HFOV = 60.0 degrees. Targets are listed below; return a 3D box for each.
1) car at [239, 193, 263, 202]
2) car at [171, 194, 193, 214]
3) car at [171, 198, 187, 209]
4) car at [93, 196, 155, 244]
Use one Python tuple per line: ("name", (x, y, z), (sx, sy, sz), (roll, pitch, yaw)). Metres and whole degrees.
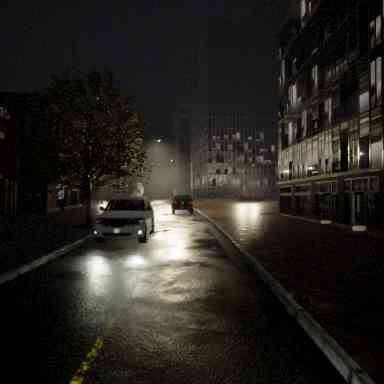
("car", (12.150, 1.213, 68.663), (5.009, 1.841, 2.192), (0, -1, 13))
("car", (-1.077, 1.230, 35.817), (2.150, 2.045, 5.566), (0, 0, -3))
("car", (-1.877, 1.535, 46.245), (1.812, 1.442, 4.674), (0, 0, -7))
("car", (-3.067, 1.227, 16.157), (2.150, 2.045, 5.566), (0, 0, -1))
